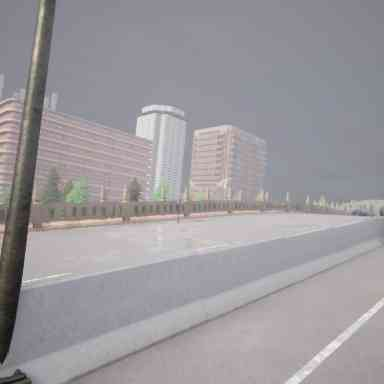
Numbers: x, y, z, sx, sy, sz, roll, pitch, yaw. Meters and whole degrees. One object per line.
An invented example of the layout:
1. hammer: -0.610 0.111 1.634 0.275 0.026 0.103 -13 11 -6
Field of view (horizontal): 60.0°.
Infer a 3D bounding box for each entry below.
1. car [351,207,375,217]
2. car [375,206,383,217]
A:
1. car: 23.502 2.764 45.490 2.033 1.411 5.357 0 -6 43
2. car: 26.072 2.430 43.115 2.150 2.045 5.566 0 -6 43
